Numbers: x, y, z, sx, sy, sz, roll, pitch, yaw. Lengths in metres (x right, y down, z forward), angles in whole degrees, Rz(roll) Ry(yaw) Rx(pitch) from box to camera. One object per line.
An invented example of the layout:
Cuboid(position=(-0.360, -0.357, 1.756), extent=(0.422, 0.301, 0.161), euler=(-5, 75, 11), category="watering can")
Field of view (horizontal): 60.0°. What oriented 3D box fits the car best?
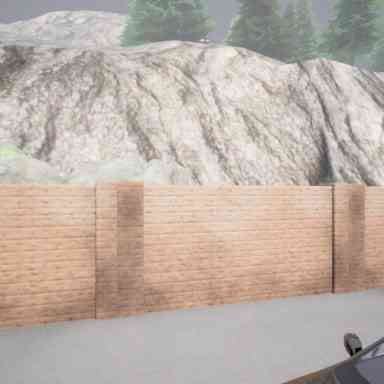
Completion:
Cuboid(position=(2.207, 1.492, 1.887), extent=(4.902, 1.511, 2.128), euler=(0, 0, -18), category="car")
